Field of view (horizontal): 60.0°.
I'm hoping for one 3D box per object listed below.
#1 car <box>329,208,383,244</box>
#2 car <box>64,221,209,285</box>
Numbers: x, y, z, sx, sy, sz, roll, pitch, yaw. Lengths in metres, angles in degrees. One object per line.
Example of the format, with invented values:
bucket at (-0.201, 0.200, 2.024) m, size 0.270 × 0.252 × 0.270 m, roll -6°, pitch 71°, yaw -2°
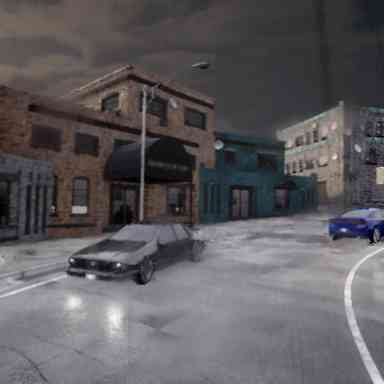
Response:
car at (8.625, 1.523, 16.248) m, size 5.008 × 1.535 × 1.882 m, roll 0°, pitch -2°, yaw -39°
car at (-1.217, 1.608, 10.090) m, size 2.033 × 1.411 × 5.357 m, roll 0°, pitch -1°, yaw 25°
